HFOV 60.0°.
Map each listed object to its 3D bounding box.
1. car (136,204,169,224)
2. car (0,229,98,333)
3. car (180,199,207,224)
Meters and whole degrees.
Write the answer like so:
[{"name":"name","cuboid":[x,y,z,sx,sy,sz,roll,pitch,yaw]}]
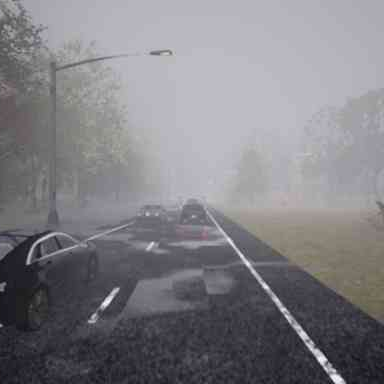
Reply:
[{"name":"car","cuboid":[-2.933,1.590,25.279,2.033,1.411,5.357,0,0,2]},{"name":"car","cuboid":[-3.369,1.503,6.785,2.128,1.511,4.902,0,0,0]},{"name":"car","cuboid":[0.110,1.520,24.970,1.882,1.535,5.008,0,0,0]}]
